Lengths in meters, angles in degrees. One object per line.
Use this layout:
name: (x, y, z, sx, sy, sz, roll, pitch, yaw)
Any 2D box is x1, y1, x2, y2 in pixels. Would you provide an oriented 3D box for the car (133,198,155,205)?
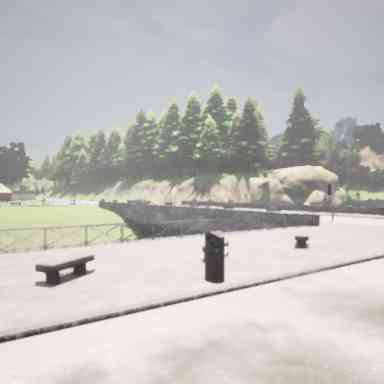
car: (-8.291, 1.744, 56.169, 2.033, 1.411, 5.357, 1, 0, -35)
